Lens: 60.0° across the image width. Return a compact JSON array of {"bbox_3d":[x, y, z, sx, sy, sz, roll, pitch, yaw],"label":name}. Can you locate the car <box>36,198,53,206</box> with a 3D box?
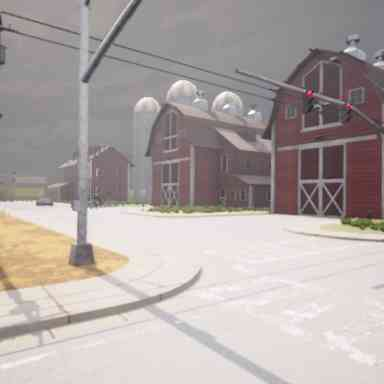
[{"bbox_3d":[-24.631,1.679,55.633,1.994,1.385,4.181,1,0,-36],"label":"car"}]

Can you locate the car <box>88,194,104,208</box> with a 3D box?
[{"bbox_3d":[-15.150,1.309,49.661,3.866,1.878,1.905,-1,5,11],"label":"car"}]
